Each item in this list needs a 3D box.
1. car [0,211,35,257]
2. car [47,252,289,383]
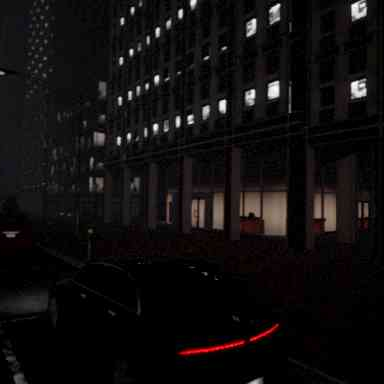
[{"bbox_3d":[-8.333,1.800,14.623,2.192,1.841,5.009,2,-3,-36],"label":"car"},{"bbox_3d":[-0.833,1.721,5.216,1.837,1.490,4.892,3,-3,-36],"label":"car"}]
